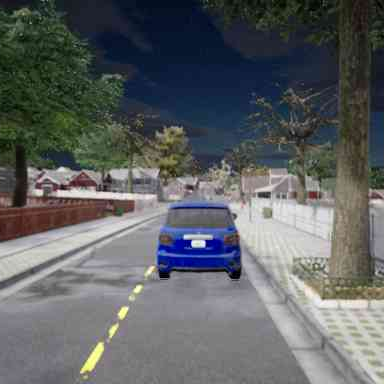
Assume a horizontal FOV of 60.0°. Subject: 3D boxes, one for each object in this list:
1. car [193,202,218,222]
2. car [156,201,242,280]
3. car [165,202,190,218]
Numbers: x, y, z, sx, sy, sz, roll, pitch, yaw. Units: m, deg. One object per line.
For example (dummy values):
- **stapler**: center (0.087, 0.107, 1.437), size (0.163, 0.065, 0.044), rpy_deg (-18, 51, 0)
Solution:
- **car**: center (1.297, 1.685, 29.364), size (2.033, 1.411, 5.357), rpy_deg (0, 0, 5)
- **car**: center (0.259, 1.267, 10.293), size (2.150, 2.045, 5.566), rpy_deg (0, 0, 2)
- **car**: center (-1.344, 1.725, 32.901), size (1.994, 1.385, 4.181), rpy_deg (0, 0, 5)
